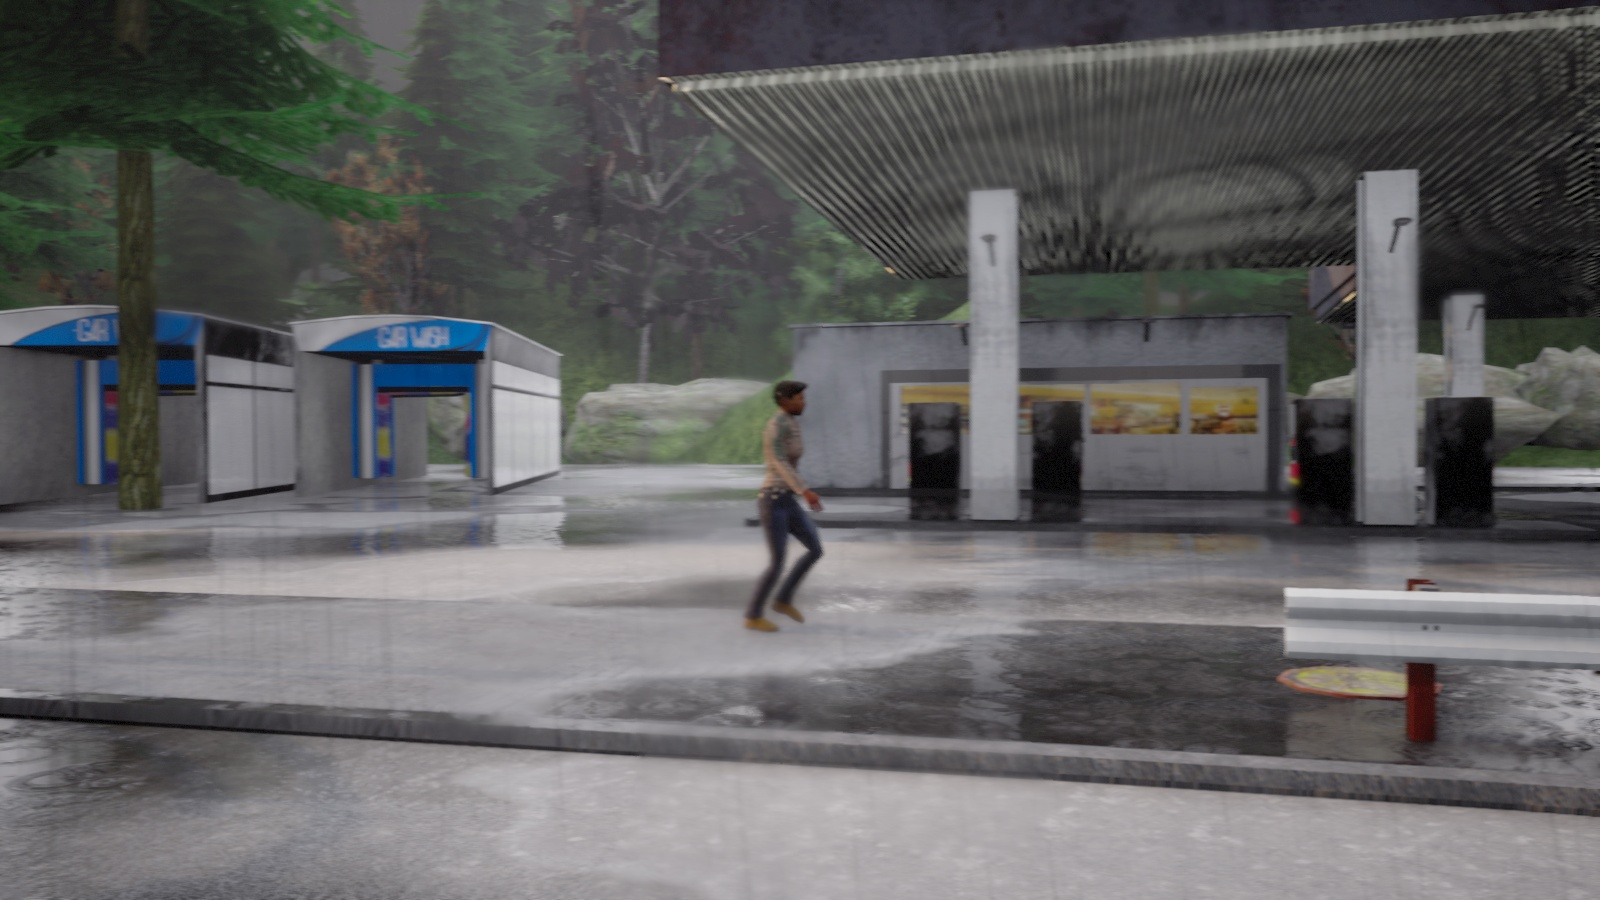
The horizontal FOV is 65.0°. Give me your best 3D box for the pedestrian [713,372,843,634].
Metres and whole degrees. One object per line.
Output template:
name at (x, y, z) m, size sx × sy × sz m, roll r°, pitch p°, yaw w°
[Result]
pedestrian at (-0.155, 0.362, 8.943) m, size 0.869 × 1.805 × 0.328 m, roll 0°, pitch 1°, yaw 16°
